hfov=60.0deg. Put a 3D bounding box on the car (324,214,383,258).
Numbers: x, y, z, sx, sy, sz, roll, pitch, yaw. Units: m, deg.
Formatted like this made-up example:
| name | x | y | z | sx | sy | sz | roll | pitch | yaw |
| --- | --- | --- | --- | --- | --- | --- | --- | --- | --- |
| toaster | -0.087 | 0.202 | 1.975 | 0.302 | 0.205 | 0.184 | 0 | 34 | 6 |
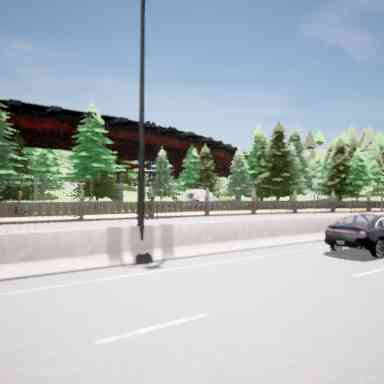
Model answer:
| name | x | y | z | sx | sy | sz | roll | pitch | yaw |
| --- | --- | --- | --- | --- | --- | --- | --- | --- | --- |
| car | 7.348 | 1.637 | 13.366 | 4.902 | 1.511 | 2.128 | 1 | 0 | -35 |
